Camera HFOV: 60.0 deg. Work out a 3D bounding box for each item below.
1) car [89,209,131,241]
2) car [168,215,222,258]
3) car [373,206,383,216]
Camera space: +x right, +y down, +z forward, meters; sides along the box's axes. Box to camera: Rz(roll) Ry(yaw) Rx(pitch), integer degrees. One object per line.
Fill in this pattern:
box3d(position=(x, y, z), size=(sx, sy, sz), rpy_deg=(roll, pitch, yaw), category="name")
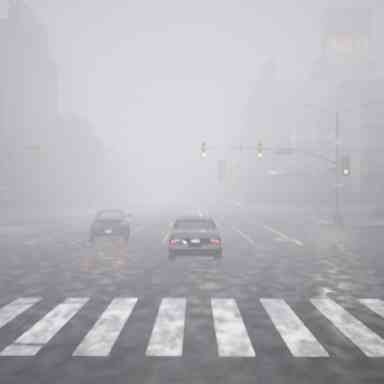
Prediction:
box3d(position=(-4.106, 1.562, 16.848), size=(1.812, 1.442, 4.674), rpy_deg=(0, 0, -11), category="car")
box3d(position=(0.100, 1.575, 12.794), size=(2.033, 1.411, 5.357), rpy_deg=(0, 0, 0), category="car")
box3d(position=(19.445, 1.571, 30.922), size=(4.892, 1.490, 1.837), rpy_deg=(0, 0, 0), category="car")
